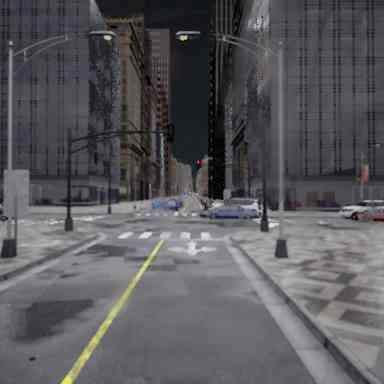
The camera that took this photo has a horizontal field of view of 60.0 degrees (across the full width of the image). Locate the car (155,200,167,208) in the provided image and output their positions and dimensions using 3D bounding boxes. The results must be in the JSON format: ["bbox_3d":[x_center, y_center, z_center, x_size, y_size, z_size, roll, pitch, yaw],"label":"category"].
[{"bbox_3d":[-5.580,2.202,60.341,1.802,1.307,4.206,0,-1,0],"label":"car"}]

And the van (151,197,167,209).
[{"bbox_3d":[-5.618,1.908,54.695,1.690,1.788,3.998,0,-1,0],"label":"van"}]

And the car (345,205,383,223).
[{"bbox_3d":[16.906,2.152,30.607,4.181,1.385,1.994,1,-1,0],"label":"car"}]

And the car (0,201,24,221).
[{"bbox_3d":[-16.314,1.448,27.368,4.553,1.767,2.097,1,-1,0],"label":"car"}]

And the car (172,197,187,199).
[{"bbox_3d":[-2.682,2.233,67.503,2.033,1.411,5.357,0,-1,1],"label":"car"}]

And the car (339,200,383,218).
[{"bbox_3d":[18.056,1.870,33.862,5.566,2.045,2.150,0,-1,0],"label":"car"}]

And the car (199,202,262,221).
[{"bbox_3d":[3.342,1.909,30.676,5.357,1.411,2.033,1,0,0],"label":"car"}]

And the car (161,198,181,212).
[{"bbox_3d":[-2.906,1.972,47.193,1.882,1.535,5.008,0,-1,0],"label":"car"}]

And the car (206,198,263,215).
[{"bbox_3d":[4.664,1.665,35.071,5.566,2.045,2.150,3,1,17],"label":"car"}]

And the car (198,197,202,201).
[{"bbox_3d":[3.102,2.364,82.878,1.887,1.381,4.507,0,0,0],"label":"car"}]

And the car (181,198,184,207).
[{"bbox_3d":[-2.823,2.154,57.150,1.994,1.385,4.181,0,-1,1],"label":"car"}]

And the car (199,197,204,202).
[{"bbox_3d":[3.023,2.304,71.581,1.802,1.307,4.206,0,0,0],"label":"car"}]

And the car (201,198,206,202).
[{"bbox_3d":[2.906,2.132,54.634,1.947,1.339,4.313,0,-1,0],"label":"car"}]

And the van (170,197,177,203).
[{"bbox_3d":[-5.343,2.252,94.234,1.690,1.788,3.998,0,0,0],"label":"van"}]

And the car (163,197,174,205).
[{"bbox_3d":[-5.461,2.087,77.289,2.192,1.841,5.009,0,0,0],"label":"car"}]
